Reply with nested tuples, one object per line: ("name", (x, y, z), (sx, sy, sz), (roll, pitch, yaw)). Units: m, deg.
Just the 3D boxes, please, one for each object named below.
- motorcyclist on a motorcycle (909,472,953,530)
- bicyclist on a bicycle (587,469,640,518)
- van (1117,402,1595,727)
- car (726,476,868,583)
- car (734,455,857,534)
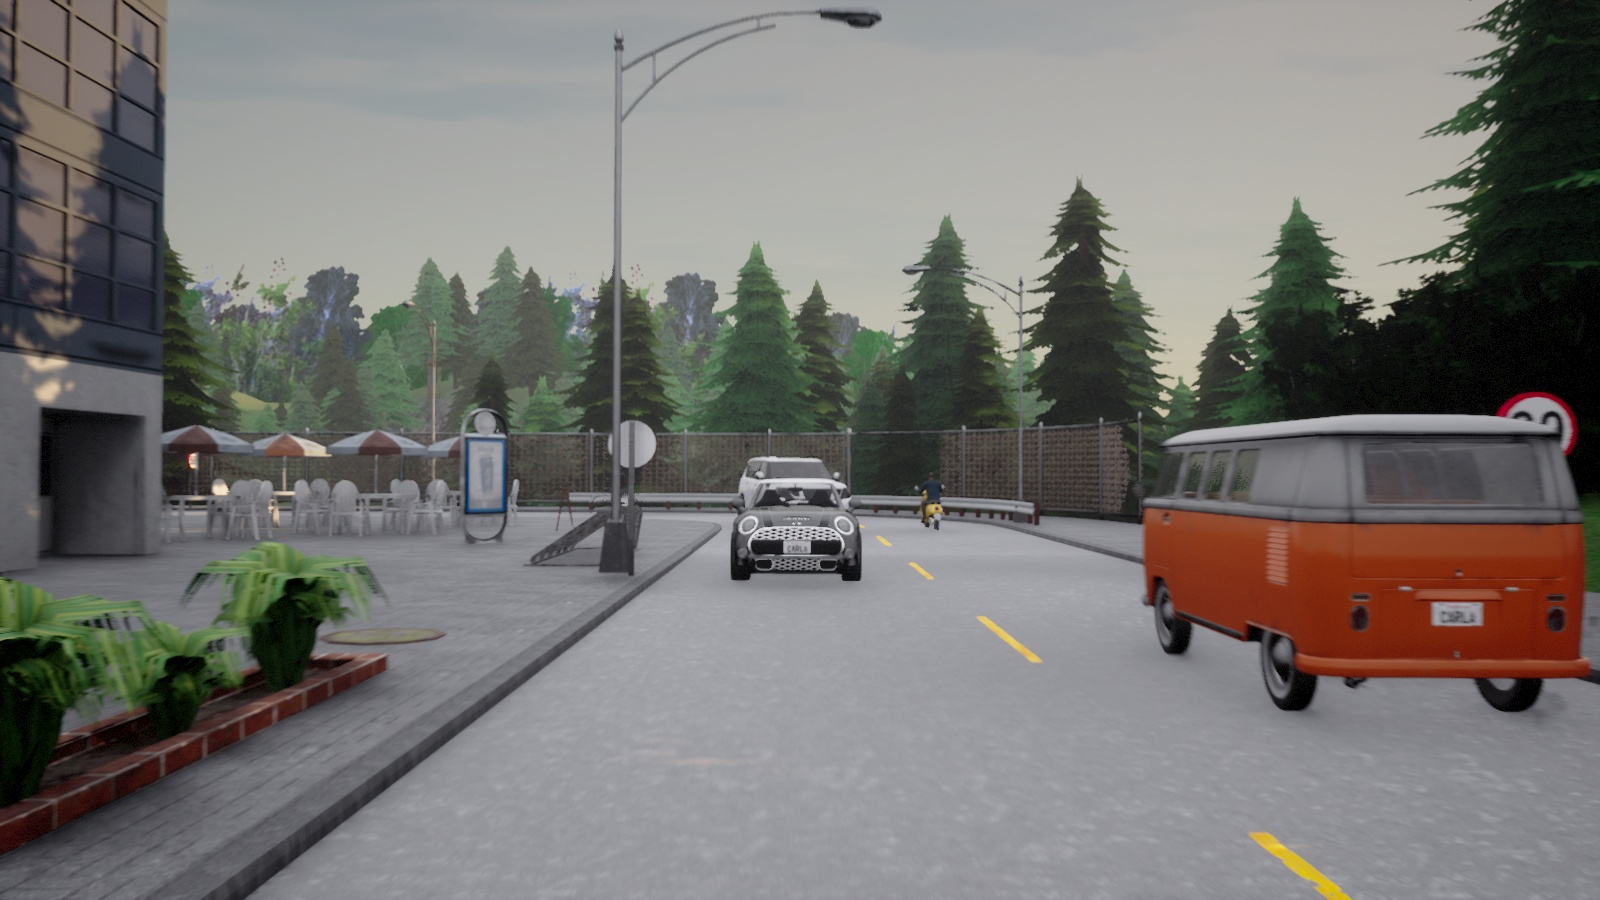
("motorcyclist on a motorcycle", (3.709, 1.431, 35.609), (0.866, 1.590, 1.817), (-1, -1, -6))
("bicyclist on a bicycle", (-6.918, 1.600, 46.668), (1.843, 1.776, 0.659), (0, 0, 8))
("van", (3.974, 0.743, 9.935), (1.775, 1.987, 4.442), (0, -1, 0))
("car", (-0.048, 1.152, 19.468), (1.970, 1.475, 3.806), (0, -1, 0))
("car", (-0.239, 1.211, 35.540), (2.150, 2.045, 5.566), (0, -1, -15))
